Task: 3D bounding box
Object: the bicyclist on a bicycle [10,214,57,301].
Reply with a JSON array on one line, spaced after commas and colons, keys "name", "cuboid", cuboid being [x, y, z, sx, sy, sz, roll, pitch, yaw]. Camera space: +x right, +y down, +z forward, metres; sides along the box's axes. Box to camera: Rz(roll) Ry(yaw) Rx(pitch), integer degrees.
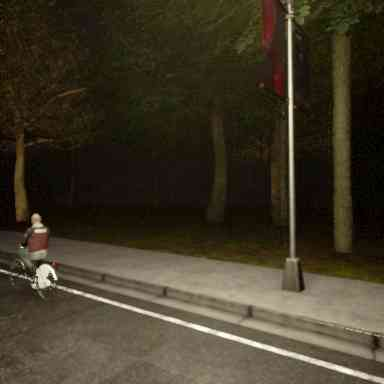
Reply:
[{"name": "bicyclist on a bicycle", "cuboid": [-3.438, 1.351, 7.110, 1.843, 1.776, 0.659, 0, 0, 36]}]
